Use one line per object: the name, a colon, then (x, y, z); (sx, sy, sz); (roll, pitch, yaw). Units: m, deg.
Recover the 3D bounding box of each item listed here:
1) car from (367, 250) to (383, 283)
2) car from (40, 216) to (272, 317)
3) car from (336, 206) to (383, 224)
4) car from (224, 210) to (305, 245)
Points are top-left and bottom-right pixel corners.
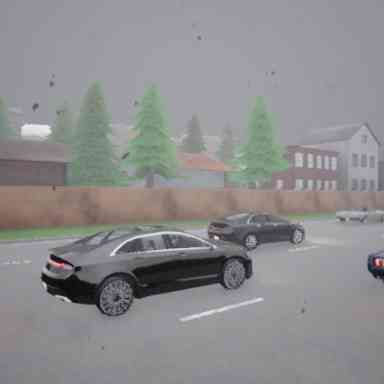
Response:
car: (6.480, 1.660, 8.369); (4.718, 1.301, 1.895); (0, 0, -36)
car: (-0.736, 1.513, 7.521); (4.902, 1.511, 2.128); (0, 0, -36)
car: (13.472, 1.755, 26.257); (4.718, 1.301, 1.895); (0, 0, -36)
car: (2.896, 1.568, 14.414); (4.892, 1.490, 1.837); (0, 0, -35)
